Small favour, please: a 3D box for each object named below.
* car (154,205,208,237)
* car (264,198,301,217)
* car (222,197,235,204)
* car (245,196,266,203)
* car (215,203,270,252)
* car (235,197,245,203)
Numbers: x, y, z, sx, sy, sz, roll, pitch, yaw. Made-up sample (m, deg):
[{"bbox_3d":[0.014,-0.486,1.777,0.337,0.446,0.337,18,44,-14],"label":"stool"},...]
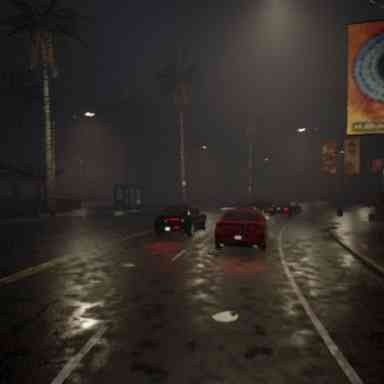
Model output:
[{"bbox_3d":[-0.459,1.428,17.583,1.837,1.490,4.892,0,0,16],"label":"car"},{"bbox_3d":[8.547,1.469,30.298,2.033,1.411,5.357,0,0,29],"label":"car"},{"bbox_3d":[6.122,1.389,46.241,2.033,1.411,5.357,0,0,35],"label":"car"},{"bbox_3d":[7.674,1.400,35.469,1.837,1.490,4.892,0,0,32],"label":"car"},{"bbox_3d":[2.181,1.431,13.967,1.882,1.535,5.008,0,0,13],"label":"car"},{"bbox_3d":[7.756,1.344,42.440,1.882,1.535,5.008,0,0,35],"label":"car"}]
